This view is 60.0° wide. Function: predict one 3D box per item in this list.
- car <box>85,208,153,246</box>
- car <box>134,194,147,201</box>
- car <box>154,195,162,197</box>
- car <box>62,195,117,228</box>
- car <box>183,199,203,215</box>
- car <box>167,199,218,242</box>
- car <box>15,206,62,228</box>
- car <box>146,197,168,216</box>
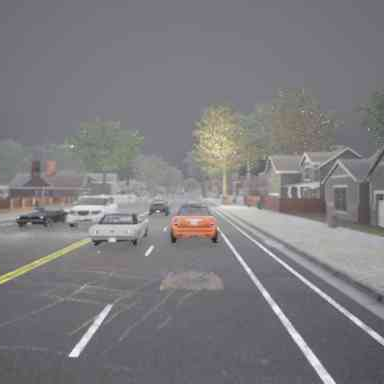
[{"bbox_3d":[-3.154,1.611,15.395,1.895,1.301,4.718,0,0,0],"label":"car"},{"bbox_3d":[-9.767,1.154,63.666,2.097,1.767,4.553,0,0,0],"label":"car"},{"bbox_3d":[-6.518,1.260,63.636,1.812,1.442,4.674,0,0,0],"label":"car"},{"bbox_3d":[-6.606,1.238,22.767,2.150,2.045,5.566,0,0,0],"label":"car"},{"bbox_3d":[0.090,1.510,34.800,1.882,1.535,5.008,0,0,0],"label":"car"},{"bbox_3d":[0.095,1.364,16.489,2.097,1.767,4.553,0,0,0],"label":"car"},{"bbox_3d":[-9.856,1.618,22.389,1.895,1.301,4.718,0,0,0],"label":"car"},{"bbox_3d":[-3.159,1.534,33.293,1.837,1.490,4.892,0,0,0],"label":"car"}]
